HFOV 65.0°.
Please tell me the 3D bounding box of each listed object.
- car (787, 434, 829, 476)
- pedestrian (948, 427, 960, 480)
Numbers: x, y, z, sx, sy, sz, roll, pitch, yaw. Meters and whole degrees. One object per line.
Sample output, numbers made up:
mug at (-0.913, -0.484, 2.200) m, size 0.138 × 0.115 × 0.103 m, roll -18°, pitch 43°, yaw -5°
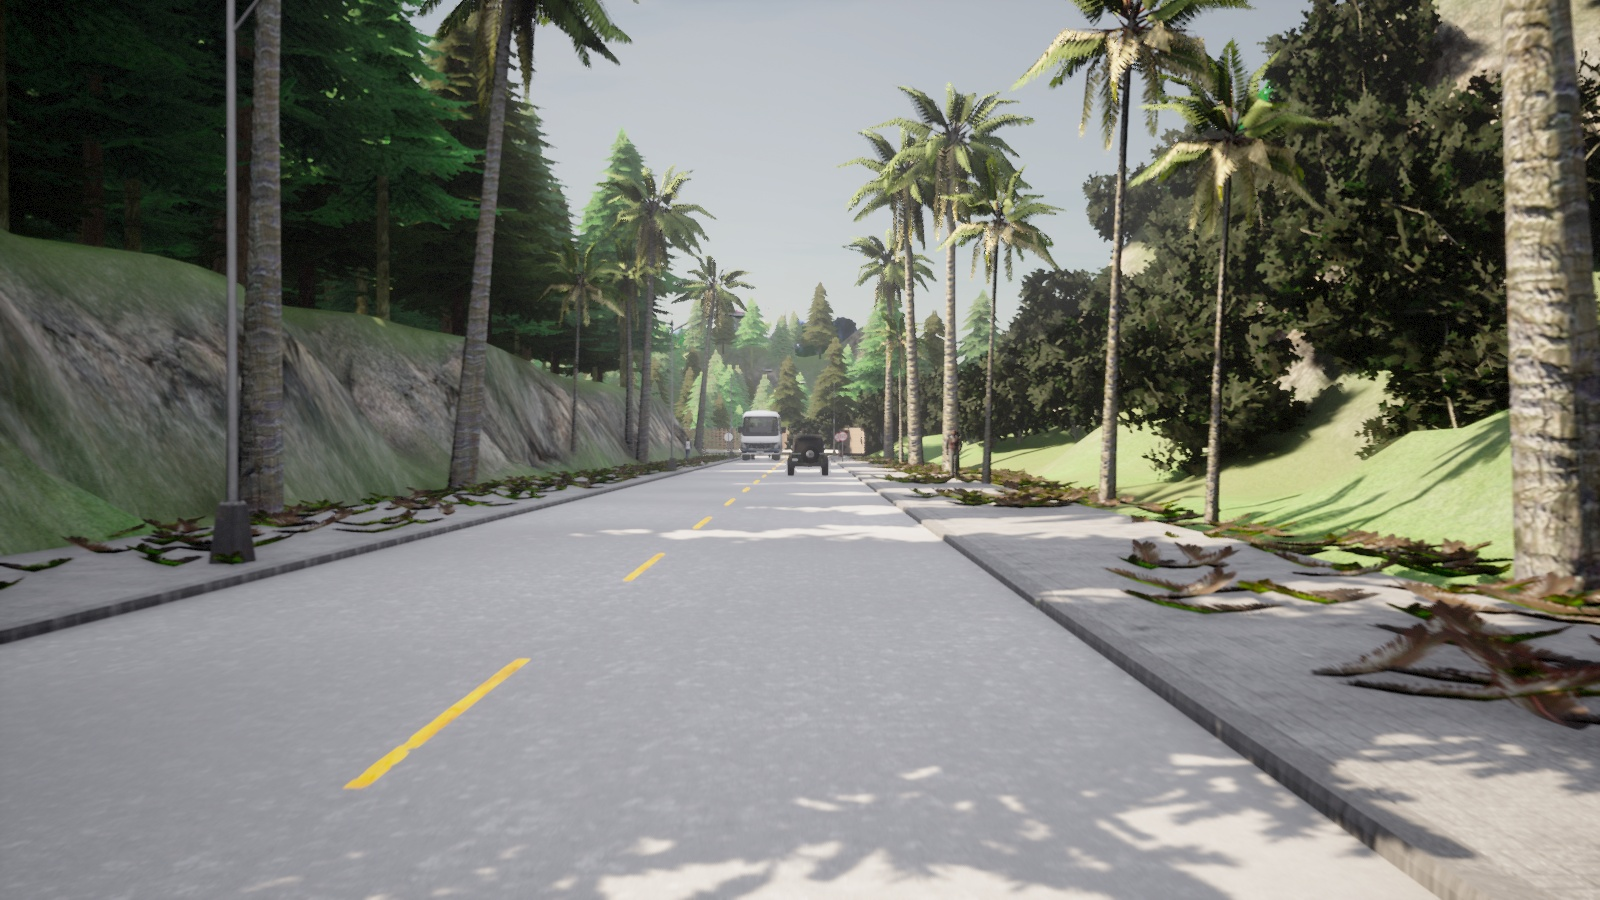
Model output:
car at (0.372, 0.215, 58.289) m, size 1.905 × 1.878 × 3.866 m, roll 0°, pitch 1°, yaw 0°
pedestrian at (5.620, 0.131, 45.726) m, size 0.402 × 1.930 × 0.666 m, roll 0°, pitch 0°, yaw 9°
